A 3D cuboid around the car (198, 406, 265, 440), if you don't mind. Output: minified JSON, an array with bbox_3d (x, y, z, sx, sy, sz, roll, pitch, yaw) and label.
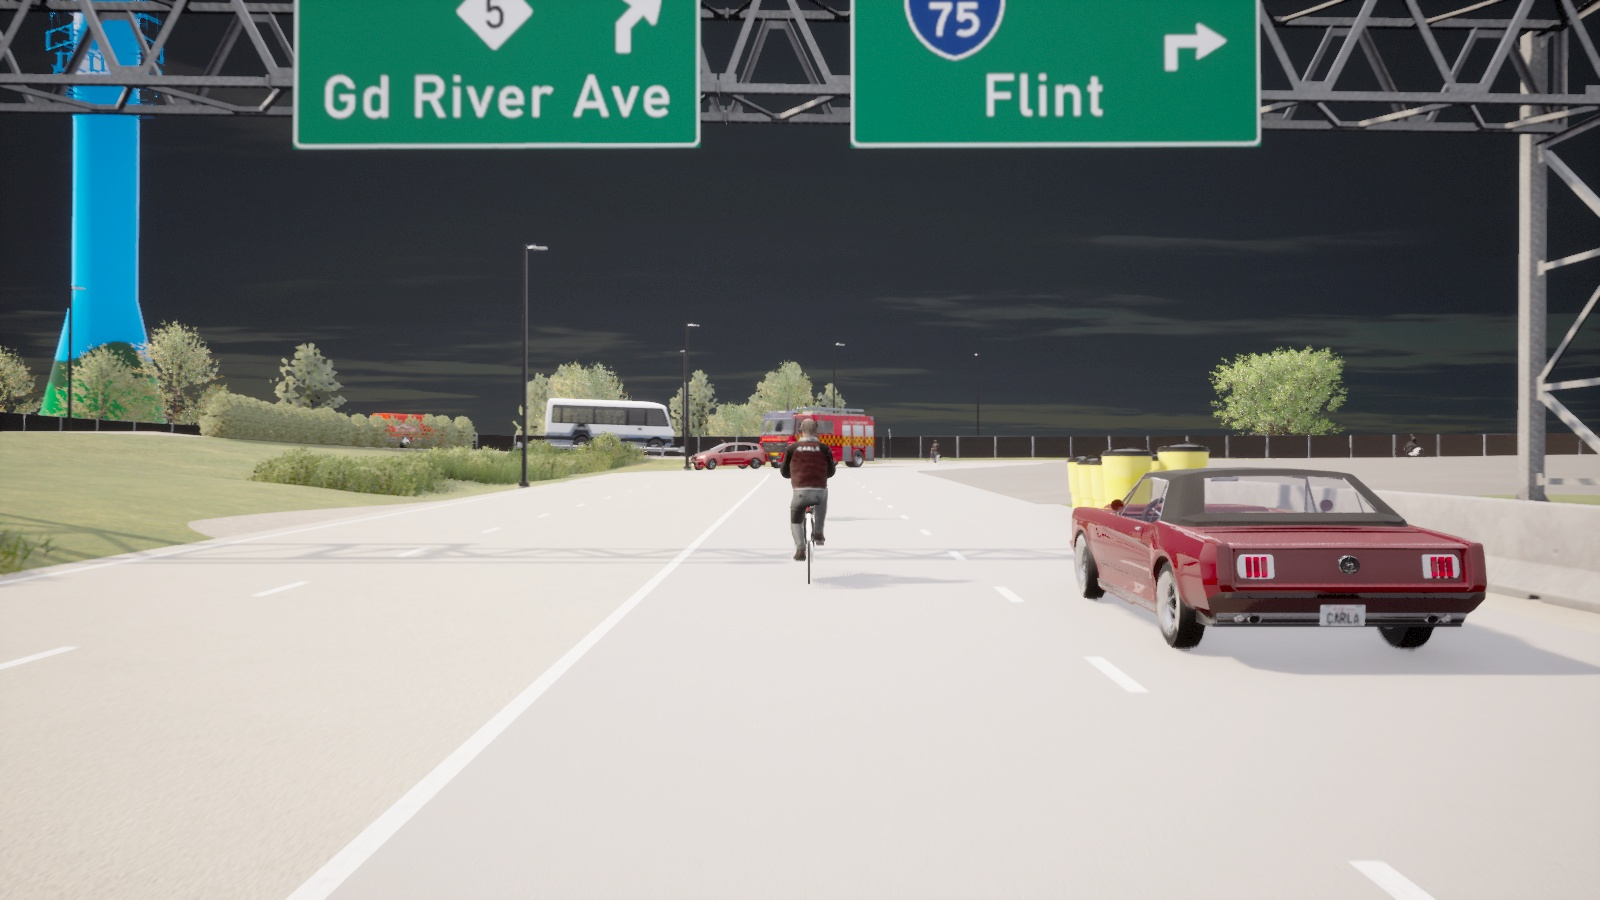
[{"bbox_3d":[-35.066,-1.615,77.540,1.905,1.878,3.866,0,-2,9],"label":"car"}]

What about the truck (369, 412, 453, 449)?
[{"bbox_3d":[-28.076,-1.350,90.804,2.627,2.467,5.204,0,-2,38],"label":"truck"}]

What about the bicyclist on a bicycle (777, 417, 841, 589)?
[{"bbox_3d":[0.096,0.540,13.871,0.659,1.776,1.843,0,1,0],"label":"bicyclist on a bicycle"}]

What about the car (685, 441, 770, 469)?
[{"bbox_3d":[-4.429,0.303,76.581,4.611,1.667,2.242,0,-1,-26],"label":"car"}]

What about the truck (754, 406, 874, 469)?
[{"bbox_3d":[1.005,-0.769,80.005,2.891,3.827,8.468,0,0,41],"label":"truck"}]

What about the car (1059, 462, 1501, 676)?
[{"bbox_3d":[3.576,0.792,10.444,1.895,1.301,4.718,0,0,0],"label":"car"}]
